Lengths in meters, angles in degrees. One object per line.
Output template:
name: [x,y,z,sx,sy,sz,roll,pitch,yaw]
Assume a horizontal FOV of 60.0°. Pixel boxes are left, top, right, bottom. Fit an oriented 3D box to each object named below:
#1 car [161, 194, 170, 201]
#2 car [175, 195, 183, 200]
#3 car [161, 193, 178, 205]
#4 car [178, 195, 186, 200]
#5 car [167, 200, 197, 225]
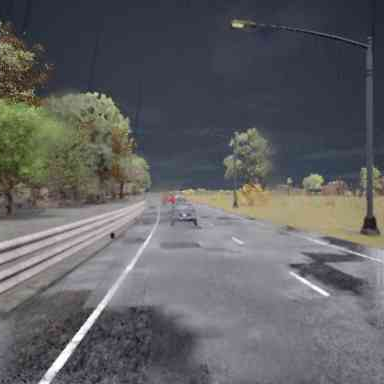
car: [-6.857,1.398,85.454,2.097,1.767,4.553,0,0,-6]
car: [-3.338,1.388,85.443,1.812,1.442,4.674,0,0,-6]
car: [-4.190,1.260,60.500,2.150,2.045,5.566,0,0,-6]
car: [-2.270,1.562,75.074,2.033,1.411,5.357,0,0,-6]
car: [-0.668,1.568,24.192,2.033,1.411,5.357,0,0,-4]
